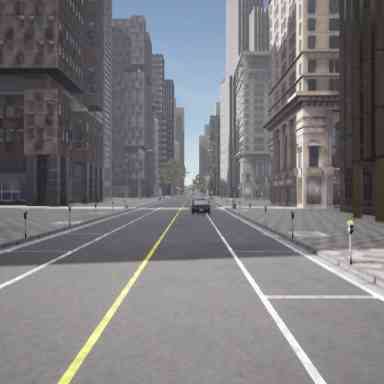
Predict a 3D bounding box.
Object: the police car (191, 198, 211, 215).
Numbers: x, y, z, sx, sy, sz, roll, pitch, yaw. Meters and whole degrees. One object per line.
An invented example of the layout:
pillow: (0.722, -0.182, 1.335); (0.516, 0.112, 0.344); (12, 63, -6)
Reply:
police car: (0.900, 1.500, 34.810); (1.930, 1.638, 5.238); (0, 0, 0)

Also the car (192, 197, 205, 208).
car: (0.900, 1.606, 50.700); (1.882, 1.535, 5.008); (0, 0, 0)

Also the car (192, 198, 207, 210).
car: (0.900, 1.582, 44.700); (1.882, 1.535, 5.008); (0, 0, 0)
